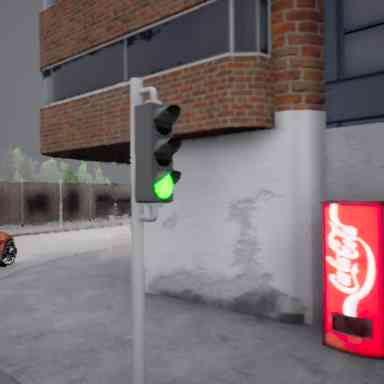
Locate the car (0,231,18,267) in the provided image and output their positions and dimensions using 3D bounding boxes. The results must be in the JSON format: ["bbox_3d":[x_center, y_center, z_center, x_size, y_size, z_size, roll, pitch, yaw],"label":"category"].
[{"bbox_3d":[-6.503,1.459,8.949,2.097,1.767,4.553,0,0,-10],"label":"car"}]
